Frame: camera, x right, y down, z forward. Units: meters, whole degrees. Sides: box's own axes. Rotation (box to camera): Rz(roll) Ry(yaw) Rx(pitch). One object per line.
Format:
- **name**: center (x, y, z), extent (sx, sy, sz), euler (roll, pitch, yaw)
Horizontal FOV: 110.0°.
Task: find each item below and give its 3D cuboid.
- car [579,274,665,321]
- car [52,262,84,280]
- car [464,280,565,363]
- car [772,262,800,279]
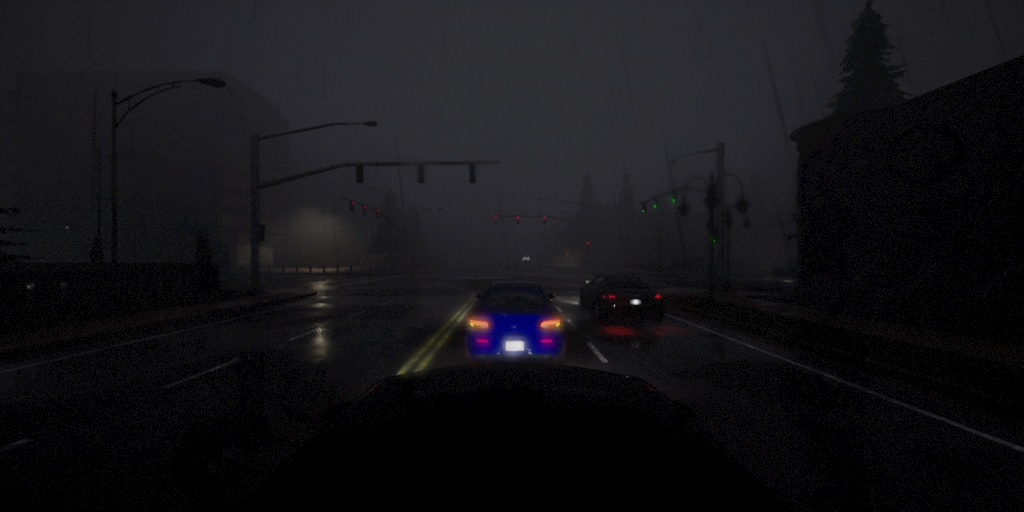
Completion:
- **car**: center (3.580, 1.303, 12.362), extent (1.994, 1.385, 4.181), euler (0, 0, 0)
- **car**: center (-33.325, 1.202, 27.407), extent (5.008, 1.535, 1.882), euler (0, 0, 0)
- **car**: center (0.063, 1.269, 8.010), extent (1.812, 1.442, 4.674), euler (0, 0, 0)
- **car**: center (25.264, 1.198, 30.961), extent (5.008, 1.535, 1.882), euler (0, 0, -3)
